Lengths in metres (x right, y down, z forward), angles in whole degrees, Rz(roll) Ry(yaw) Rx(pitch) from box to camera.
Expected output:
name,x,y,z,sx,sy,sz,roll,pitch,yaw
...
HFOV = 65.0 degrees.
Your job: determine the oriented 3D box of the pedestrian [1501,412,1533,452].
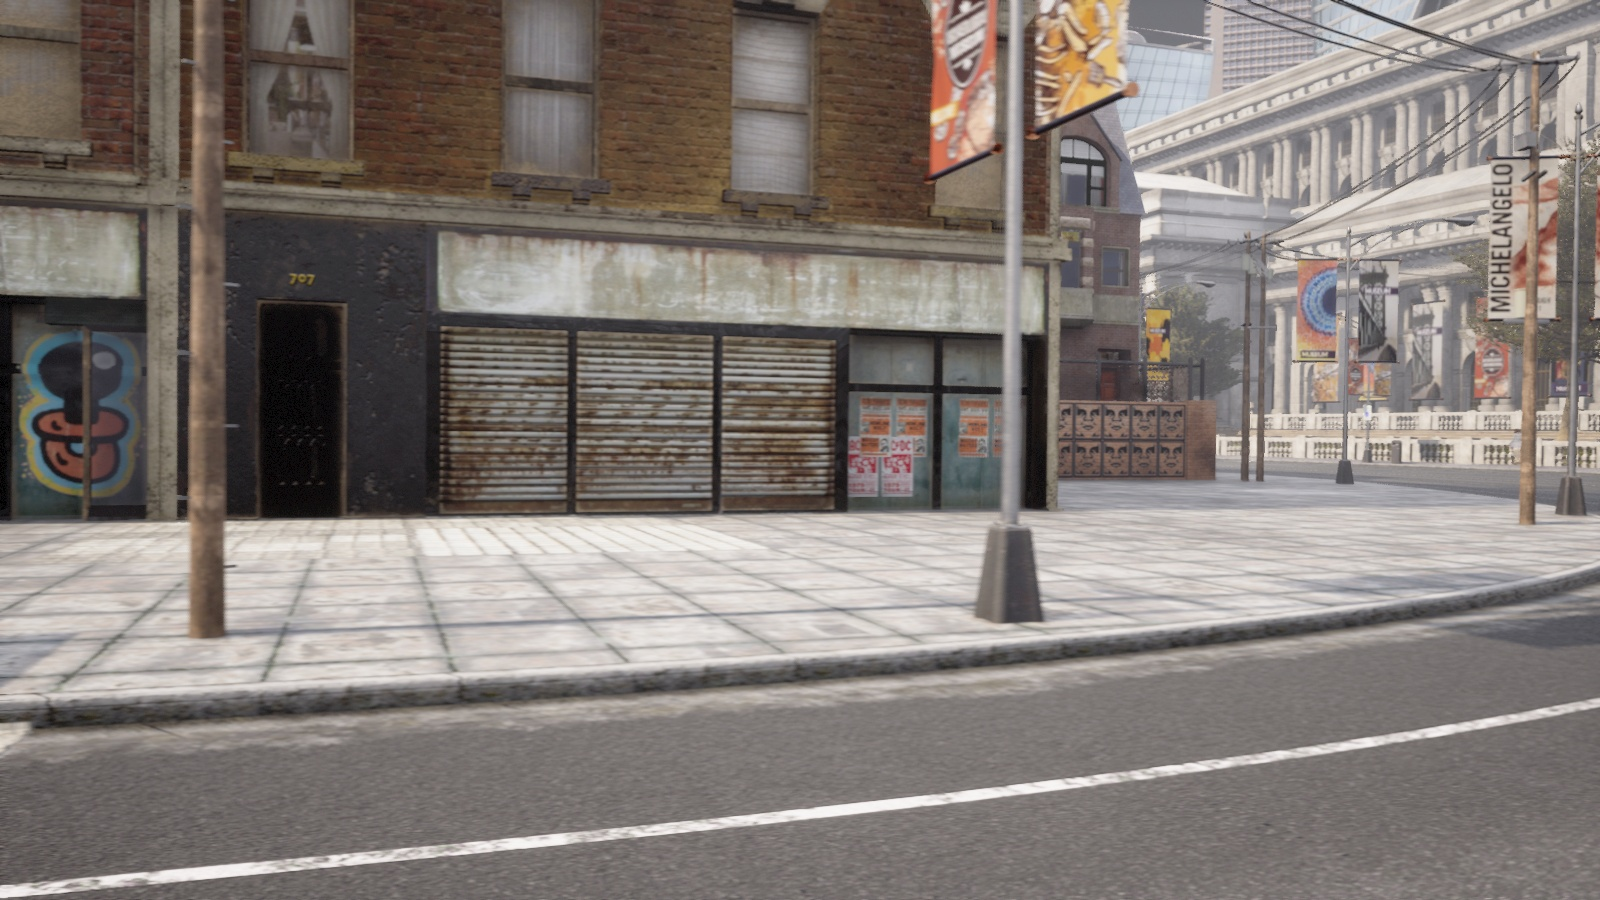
name,x,y,z,sx,sy,sz,roll,pitch,yaw
pedestrian,33.257,-0.825,58.253,0.874,1.855,0.900,-1,1,-16
